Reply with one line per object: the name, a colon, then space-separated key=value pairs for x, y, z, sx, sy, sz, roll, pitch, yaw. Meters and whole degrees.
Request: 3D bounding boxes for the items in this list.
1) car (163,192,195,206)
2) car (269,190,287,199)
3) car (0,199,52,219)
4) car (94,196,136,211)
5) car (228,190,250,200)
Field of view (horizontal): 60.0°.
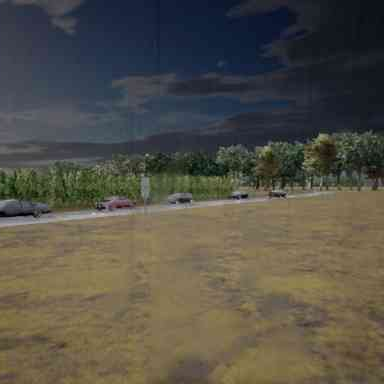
car: x=-1.576 y=0.839 z=40.785 sx=1.837 sy=1.490 sz=4.892 roll=0 pitch=1 yaw=35
car: x=15.479 y=0.345 z=59.880 sx=1.882 sy=1.535 sz=5.008 roll=0 pitch=1 yaw=35
car: x=-13.085 y=1.257 z=24.402 sx=2.033 sy=1.411 sz=5.357 roll=0 pitch=1 yaw=34
car: x=-7.452 y=1.088 z=32.480 sx=1.994 sy=1.385 sz=4.181 roll=0 pitch=1 yaw=34
car: x=7.614 y=0.522 z=53.678 sx=1.882 sy=1.535 sz=5.008 roll=0 pitch=1 yaw=35
